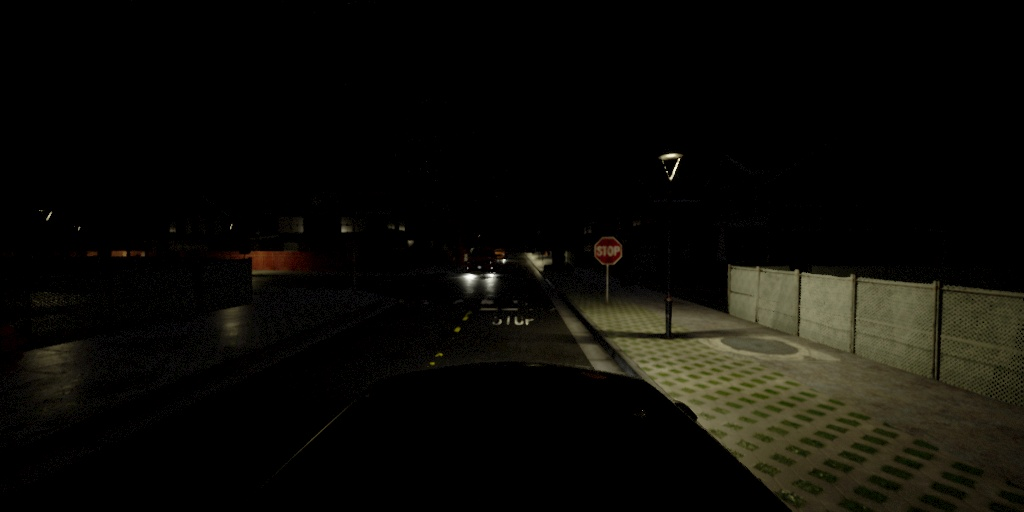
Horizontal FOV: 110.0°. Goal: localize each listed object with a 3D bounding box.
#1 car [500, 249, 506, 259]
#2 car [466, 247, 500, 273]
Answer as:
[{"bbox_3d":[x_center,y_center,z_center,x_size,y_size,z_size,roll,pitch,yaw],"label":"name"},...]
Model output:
[{"bbox_3d":[-2.020,-0.346,56.899,1.882,1.535,5.008,0,2,1],"label":"car"},{"bbox_3d":[-2.413,0.332,29.767,2.150,2.045,5.566,0,3,1],"label":"car"}]
